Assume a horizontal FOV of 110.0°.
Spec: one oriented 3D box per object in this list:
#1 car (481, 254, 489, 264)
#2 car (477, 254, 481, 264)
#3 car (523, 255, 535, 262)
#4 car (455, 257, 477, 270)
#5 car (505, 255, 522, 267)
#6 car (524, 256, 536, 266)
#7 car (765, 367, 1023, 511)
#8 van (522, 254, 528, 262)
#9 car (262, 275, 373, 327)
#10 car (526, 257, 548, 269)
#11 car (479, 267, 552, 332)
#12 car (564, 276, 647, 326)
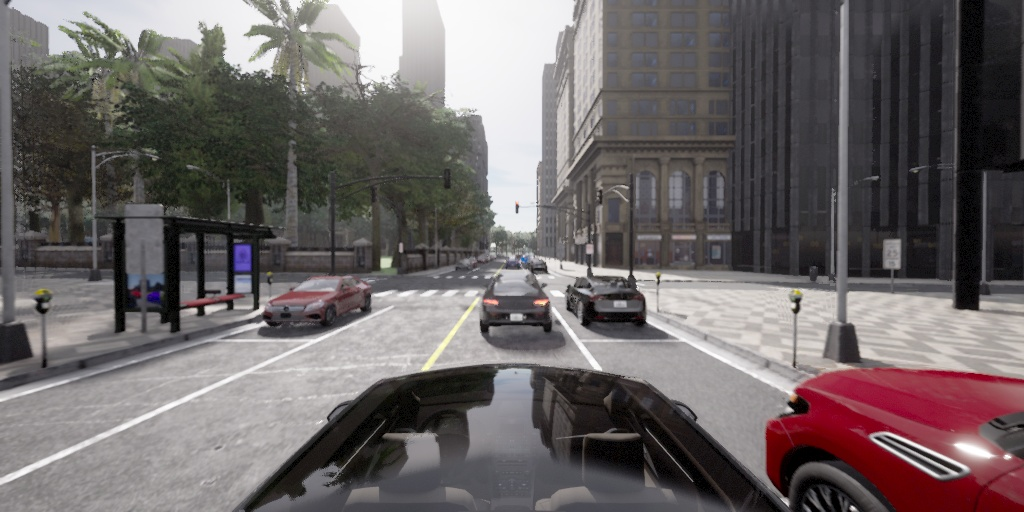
[{"bbox_3d":[-5.776,0.707,64.774,1.967,1.591,4.097,0,0,0],"label":"car"},{"bbox_3d":[-5.773,0.837,48.513,1.967,1.591,4.097,0,0,0],"label":"car"},{"bbox_3d":[2.752,0.923,48.666,1.751,1.417,4.829,0,0,0],"label":"car"},{"bbox_3d":[-5.772,0.990,43.093,2.007,1.370,4.403,0,0,0],"label":"car"},{"bbox_3d":[0.090,0.928,48.078,1.812,1.442,4.674,0,0,0],"label":"car"},{"bbox_3d":[2.754,1.006,43.075,1.948,1.339,4.313,0,0,0],"label":"car"},{"bbox_3d":[2.762,1.074,0.368,2.192,1.841,5.009,0,0,0],"label":"car"},{"bbox_3d":[2.751,0.696,53.916,1.690,1.789,3.998,0,0,0],"label":"van"},{"bbox_3d":[-5.765,1.263,11.235,1.802,1.307,4.207,0,0,0],"label":"car"},{"bbox_3d":[2.755,1.048,37.655,1.948,1.339,4.313,0,0,0],"label":"car"},{"bbox_3d":[0.093,1.212,10.470,1.812,1.442,4.674,0,0,0],"label":"car"},{"bbox_3d":[2.760,1.247,11.219,1.948,1.339,4.313,0,0,0],"label":"car"}]
